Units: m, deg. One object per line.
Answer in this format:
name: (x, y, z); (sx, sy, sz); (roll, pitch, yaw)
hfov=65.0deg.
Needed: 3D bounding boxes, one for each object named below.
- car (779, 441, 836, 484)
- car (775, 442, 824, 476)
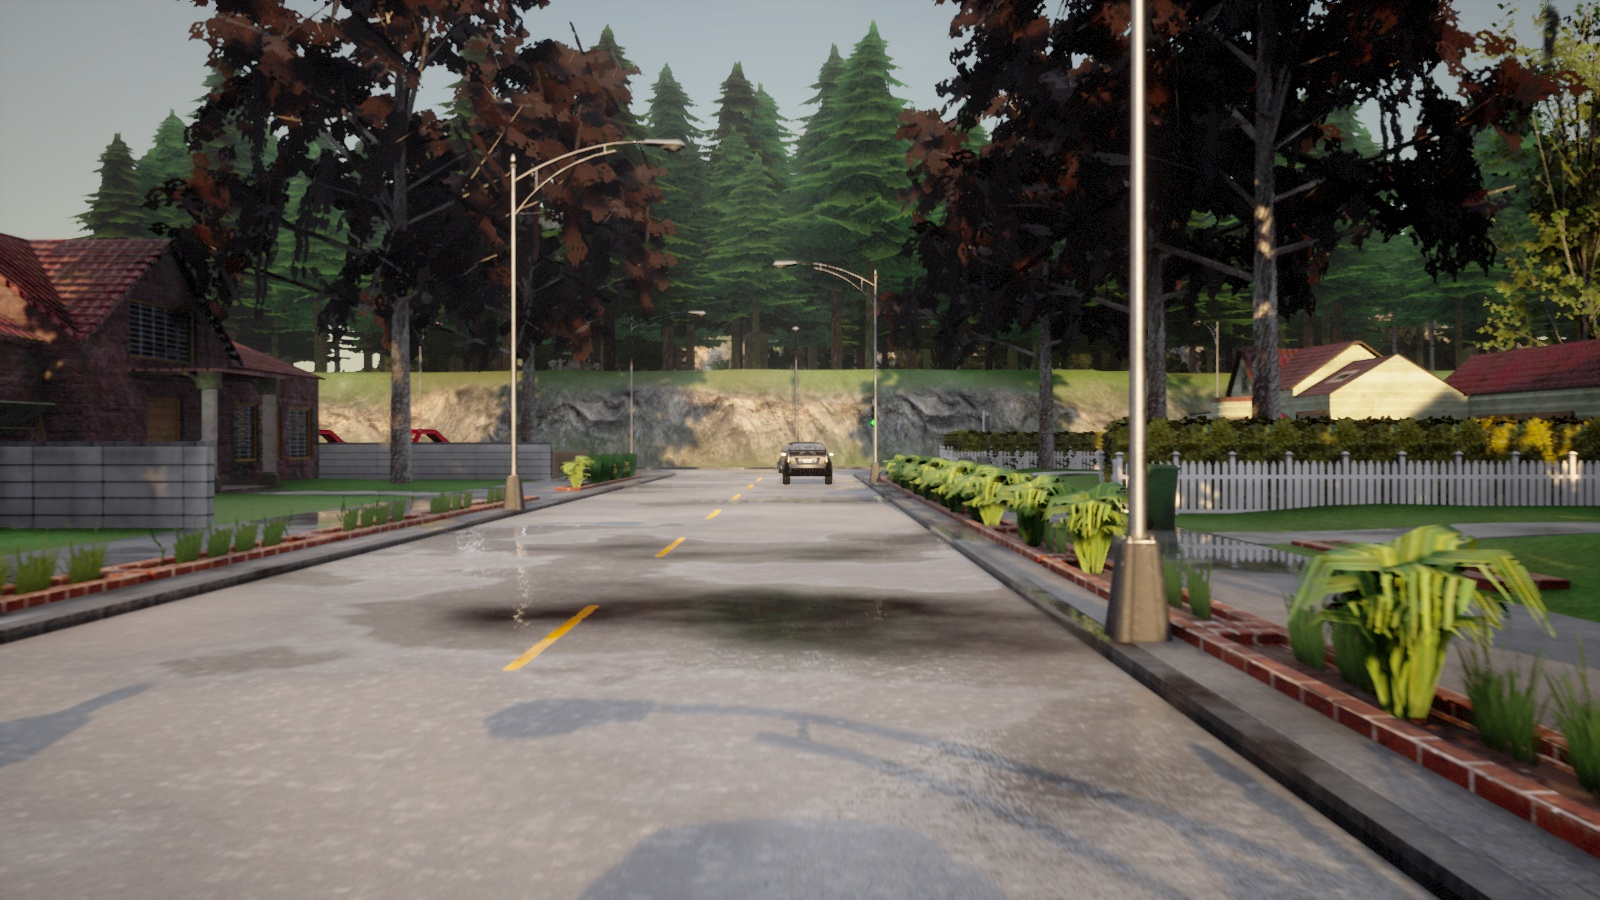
car: (0.280, 0.430, 46.725); (2.007, 1.525, 4.514); (0, 0, 0)
car: (-0.063, 0.389, 59.659); (1.789, 1.549, 3.705); (0, 0, -8)
